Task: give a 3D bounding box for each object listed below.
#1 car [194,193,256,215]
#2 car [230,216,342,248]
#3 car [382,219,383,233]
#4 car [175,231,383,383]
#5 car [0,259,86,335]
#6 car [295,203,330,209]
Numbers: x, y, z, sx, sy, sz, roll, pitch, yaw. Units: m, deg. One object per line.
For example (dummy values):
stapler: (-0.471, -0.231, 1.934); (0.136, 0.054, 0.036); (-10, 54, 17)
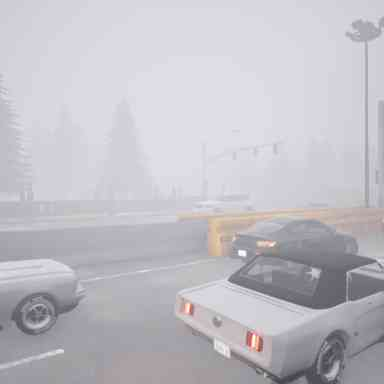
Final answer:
car: (2.795, 1.104, 27.298); (5.566, 2.045, 2.150); (0, 0, -35)
car: (3.242, 1.475, 10.321); (4.674, 1.442, 1.812); (-1, 0, -35)
car: (10.630, 1.410, 15.563); (4.674, 1.442, 1.812); (-1, 0, -36)
car: (2.174, 1.577, 5.280); (4.718, 1.301, 1.895); (-1, 0, -35)
car: (-4.178, 1.601, 5.065); (4.718, 1.301, 1.895); (0, 0, -35)
car: (8.110, 1.435, 22.461); (4.181, 1.385, 1.994); (0, 0, -35)
